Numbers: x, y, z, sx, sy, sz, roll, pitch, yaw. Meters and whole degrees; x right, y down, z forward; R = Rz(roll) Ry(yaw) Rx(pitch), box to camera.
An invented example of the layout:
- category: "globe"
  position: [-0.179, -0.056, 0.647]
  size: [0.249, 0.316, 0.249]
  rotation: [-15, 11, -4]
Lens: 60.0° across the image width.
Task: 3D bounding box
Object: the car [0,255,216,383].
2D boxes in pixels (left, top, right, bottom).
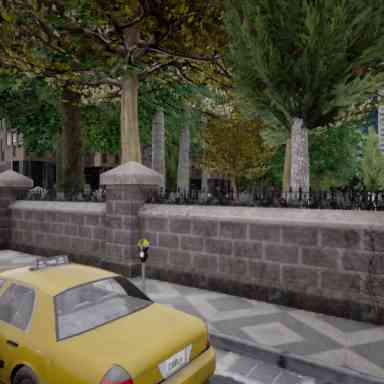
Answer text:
- category: "car"
  position: [-2.027, 1.525, 4.404]
  size: [4.829, 1.417, 1.752]
  rotation: [0, 0, 35]
